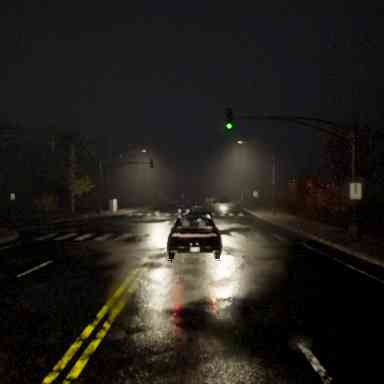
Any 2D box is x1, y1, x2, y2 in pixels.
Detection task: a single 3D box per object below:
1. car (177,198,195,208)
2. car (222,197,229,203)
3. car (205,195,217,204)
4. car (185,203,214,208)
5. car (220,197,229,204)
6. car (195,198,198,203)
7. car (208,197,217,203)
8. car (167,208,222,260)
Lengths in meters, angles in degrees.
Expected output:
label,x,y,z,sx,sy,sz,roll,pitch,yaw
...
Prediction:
label,x,y,z,sx,sy,sz,roll,pitch,yaw
car,-1.183,1.947,53.577,2.033,1.411,5.357,0,0,5
car,8.568,2.077,85.123,1.812,1.442,4.674,0,0,7
car,4.149,1.743,75.229,2.150,2.045,5.566,0,0,6
car,0.699,1.834,27.611,1.895,1.301,4.718,-1,0,2
car,7.418,1.870,75.247,2.097,1.767,4.553,0,0,6
car,0.295,2.033,69.599,2.033,1.411,5.357,0,0,5
car,5.342,2.098,85.514,2.033,1.411,5.357,0,0,7
car,0.074,1.603,12.865,2.128,1.511,4.902,0,0,0
